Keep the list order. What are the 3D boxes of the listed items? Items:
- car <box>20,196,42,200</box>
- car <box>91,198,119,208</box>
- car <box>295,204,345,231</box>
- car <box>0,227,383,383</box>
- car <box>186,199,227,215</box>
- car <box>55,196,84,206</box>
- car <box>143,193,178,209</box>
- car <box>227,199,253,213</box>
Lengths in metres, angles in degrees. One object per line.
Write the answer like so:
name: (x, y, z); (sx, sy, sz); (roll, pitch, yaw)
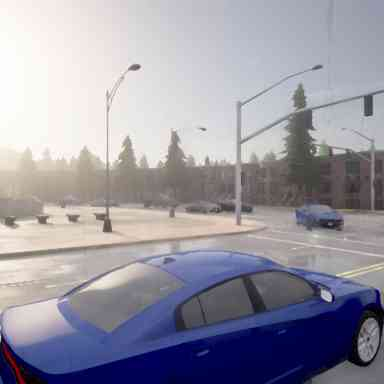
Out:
car: (-29.923, 1.505, 60.651); (4.892, 1.490, 1.837); (0, 0, 5)
car: (-12.410, 1.564, 47.586); (4.181, 1.385, 1.994); (0, 0, 31)
car: (7.727, 1.478, 20.479); (1.882, 1.535, 5.008); (2, 0, 5)
car: (0.427, 1.478, 4.100); (5.008, 1.535, 1.882); (0, 0, -35)
car: (1.155, 1.564, 33.998); (1.994, 1.385, 4.181); (0, 0, -37)
car: (-20.391, 1.478, 55.348); (5.008, 1.535, 1.882); (0, 0, 18)
car: (-4.422, 1.222, 45.910); (5.566, 2.045, 2.150); (0, 0, 40)
car: (4.307, 1.478, 35.629); (1.882, 1.535, 5.008); (0, 0, -37)
